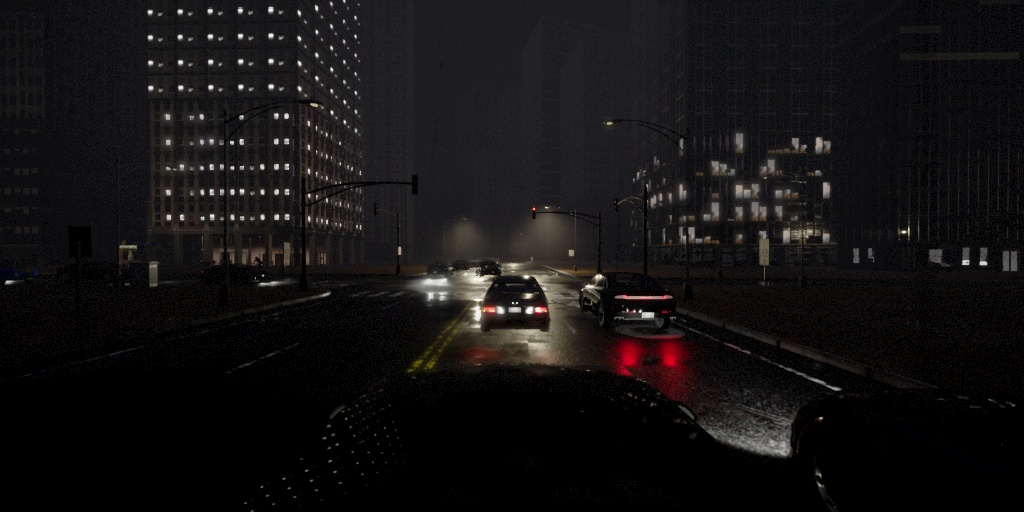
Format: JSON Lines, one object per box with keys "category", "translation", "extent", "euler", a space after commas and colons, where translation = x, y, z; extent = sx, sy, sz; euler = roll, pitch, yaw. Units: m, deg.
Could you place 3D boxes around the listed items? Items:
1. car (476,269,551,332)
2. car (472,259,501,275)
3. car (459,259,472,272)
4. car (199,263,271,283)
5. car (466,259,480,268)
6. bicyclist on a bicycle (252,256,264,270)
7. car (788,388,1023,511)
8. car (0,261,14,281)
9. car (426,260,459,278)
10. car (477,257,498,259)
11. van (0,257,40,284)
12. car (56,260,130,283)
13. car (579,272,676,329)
{"category": "car", "translation": [0.100, 1.294, 10.813], "extent": [2.033, 1.411, 5.357], "euler": [0, 0, 1]}
{"category": "car", "translation": [-2.232, 1.228, 33.659], "extent": [1.837, 1.490, 4.892], "euler": [0, -1, -14]}
{"category": "car", "translation": [-6.591, 1.187, 46.602], "extent": [1.882, 1.535, 5.008], "euler": [0, 0, 0]}
{"category": "car", "translation": [-19.986, 1.227, 25.964], "extent": [4.181, 1.385, 1.994], "euler": [0, 0, 1]}
{"category": "car", "translation": [-6.584, 1.279, 61.587], "extent": [1.895, 1.301, 4.718], "euler": [0, 0, 0]}
{"category": "bicyclist on a bicycle", "translation": [-24.701, 0.867, 34.818], "extent": [0.582, 1.620, 1.656], "euler": [0, 1, 1]}
{"category": "car", "translation": [3.350, 1.314, 1.318], "extent": [1.994, 1.385, 4.181], "euler": [0, 0, 0]}
{"category": "car", "translation": [-40.320, 1.092, 26.491], "extent": [4.674, 1.442, 1.812], "euler": [0, 0, 1]}
{"category": "car", "translation": [-6.593, 1.191, 33.309], "extent": [2.128, 1.511, 4.902], "euler": [0, -1, 0]}
{"category": "car", "translation": [-3.337, 1.061, 46.329], "extent": [2.097, 1.767, 4.553], "euler": [0, 0, 0]}
{"category": "van", "translation": [-33.932, 0.959, 23.729], "extent": [3.998, 1.789, 1.690], "euler": [0, 0, 1]}
{"category": "car", "translation": [-30.078, 1.093, 26.217], "extent": [5.008, 1.535, 1.882], "euler": [0, 0, 2]}
{"category": "car", "translation": [3.347, 1.238, 11.230], "extent": [2.128, 1.511, 4.902], "euler": [0, 0, 0]}
